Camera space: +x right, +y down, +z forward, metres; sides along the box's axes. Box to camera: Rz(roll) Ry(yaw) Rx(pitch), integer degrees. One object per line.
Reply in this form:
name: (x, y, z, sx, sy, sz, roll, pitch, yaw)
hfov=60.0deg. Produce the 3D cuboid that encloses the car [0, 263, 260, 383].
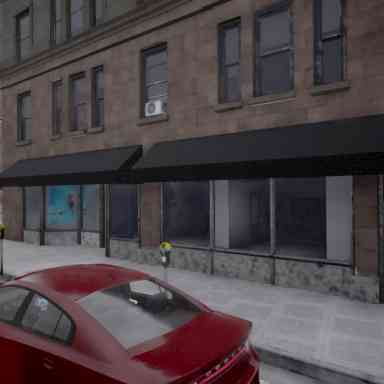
car: (-1.461, 1.545, 3.908, 4.507, 1.381, 1.887, 0, 0, 36)
